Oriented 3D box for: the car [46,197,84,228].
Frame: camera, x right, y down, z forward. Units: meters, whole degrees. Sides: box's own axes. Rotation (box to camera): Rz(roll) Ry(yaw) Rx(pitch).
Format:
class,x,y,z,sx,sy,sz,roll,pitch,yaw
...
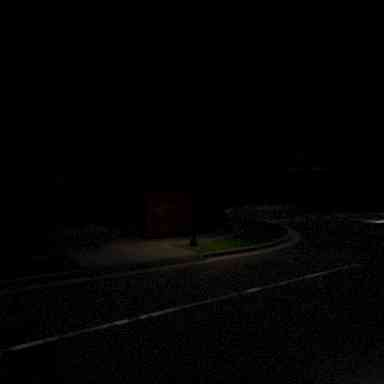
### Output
class,x,y,z,sx,sy,sz,roll,pitch,yaw
car,-8.191,1.123,19.880,2.152,1.636,5.027,0,0,-35
